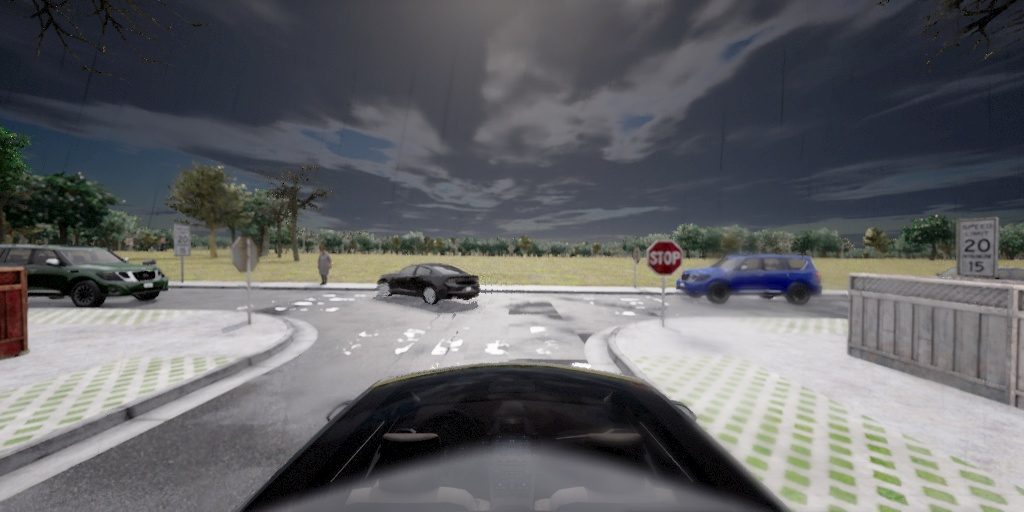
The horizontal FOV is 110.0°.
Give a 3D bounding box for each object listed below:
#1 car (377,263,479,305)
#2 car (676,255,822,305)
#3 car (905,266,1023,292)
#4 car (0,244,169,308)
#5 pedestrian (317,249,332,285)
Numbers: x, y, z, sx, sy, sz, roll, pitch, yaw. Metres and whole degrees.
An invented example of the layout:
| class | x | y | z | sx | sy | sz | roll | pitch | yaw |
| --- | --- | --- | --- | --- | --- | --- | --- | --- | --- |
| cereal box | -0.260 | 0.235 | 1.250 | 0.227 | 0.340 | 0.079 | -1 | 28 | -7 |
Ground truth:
| class | x | y | z | sx | sy | sz | roll | pitch | yaw |
| --- | --- | --- | --- | --- | --- | --- | --- | --- | --- |
| car | -3.579 | 1.030 | 14.853 | 5.008 | 1.535 | 1.882 | 1 | -1 | 38 |
| car | 10.205 | 0.952 | 15.628 | 5.566 | 2.045 | 2.150 | 1 | 1 | 0 |
| car | 20.193 | 1.220 | 15.667 | 4.553 | 1.767 | 2.097 | 1 | 1 | 0 |
| car | -15.502 | 0.636 | 12.563 | 5.566 | 2.045 | 2.150 | 1 | 1 | 0 |
| pedestrian | -9.664 | 0.546 | 18.447 | 0.375 | 1.860 | 0.375 | 0 | 0 | 0 |
